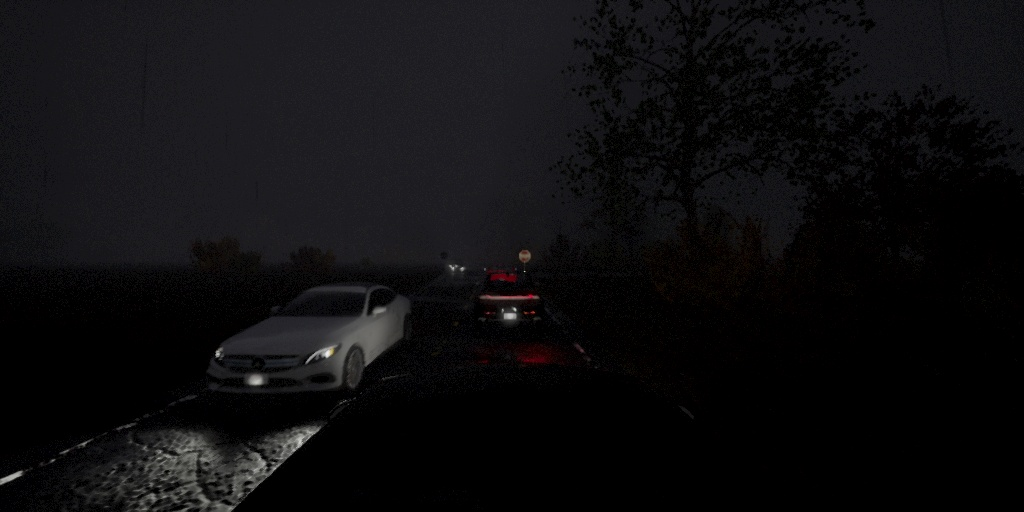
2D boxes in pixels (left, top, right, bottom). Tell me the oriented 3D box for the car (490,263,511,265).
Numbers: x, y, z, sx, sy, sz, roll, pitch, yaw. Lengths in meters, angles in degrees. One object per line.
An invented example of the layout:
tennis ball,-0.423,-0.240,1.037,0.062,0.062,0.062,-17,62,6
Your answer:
car,-0.693,1.163,21.907,1.882,1.535,5.008,0,0,-4

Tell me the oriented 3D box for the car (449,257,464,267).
car,-8.923,1.058,58.598,1.837,1.490,4.892,0,0,-11

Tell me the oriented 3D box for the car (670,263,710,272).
car,20.348,1.179,41.240,4.892,1.490,1.837,0,0,-11

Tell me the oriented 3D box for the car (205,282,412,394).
car,-3.210,1.259,6.773,1.812,1.442,4.674,0,0,-1

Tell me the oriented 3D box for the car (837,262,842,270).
car,39.935,0.921,41.826,5.566,2.045,2.150,0,0,-10

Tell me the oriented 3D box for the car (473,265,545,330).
car,-0.123,1.213,10.990,2.128,1.511,4.902,0,0,-2
